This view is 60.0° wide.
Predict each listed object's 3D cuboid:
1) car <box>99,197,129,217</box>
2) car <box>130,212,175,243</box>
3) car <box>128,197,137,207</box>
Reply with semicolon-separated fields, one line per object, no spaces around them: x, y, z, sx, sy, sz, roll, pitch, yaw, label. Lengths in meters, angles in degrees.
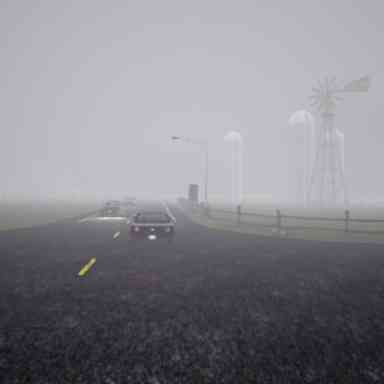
-7.136;1.477;30.128;1.994;1.385;4.181;1;0;-6;car
-1.888;1.592;16.112;1.895;1.301;4.718;1;0;-6;car
-9.268;1.462;50.136;2.033;1.411;5.357;1;0;-5;car
